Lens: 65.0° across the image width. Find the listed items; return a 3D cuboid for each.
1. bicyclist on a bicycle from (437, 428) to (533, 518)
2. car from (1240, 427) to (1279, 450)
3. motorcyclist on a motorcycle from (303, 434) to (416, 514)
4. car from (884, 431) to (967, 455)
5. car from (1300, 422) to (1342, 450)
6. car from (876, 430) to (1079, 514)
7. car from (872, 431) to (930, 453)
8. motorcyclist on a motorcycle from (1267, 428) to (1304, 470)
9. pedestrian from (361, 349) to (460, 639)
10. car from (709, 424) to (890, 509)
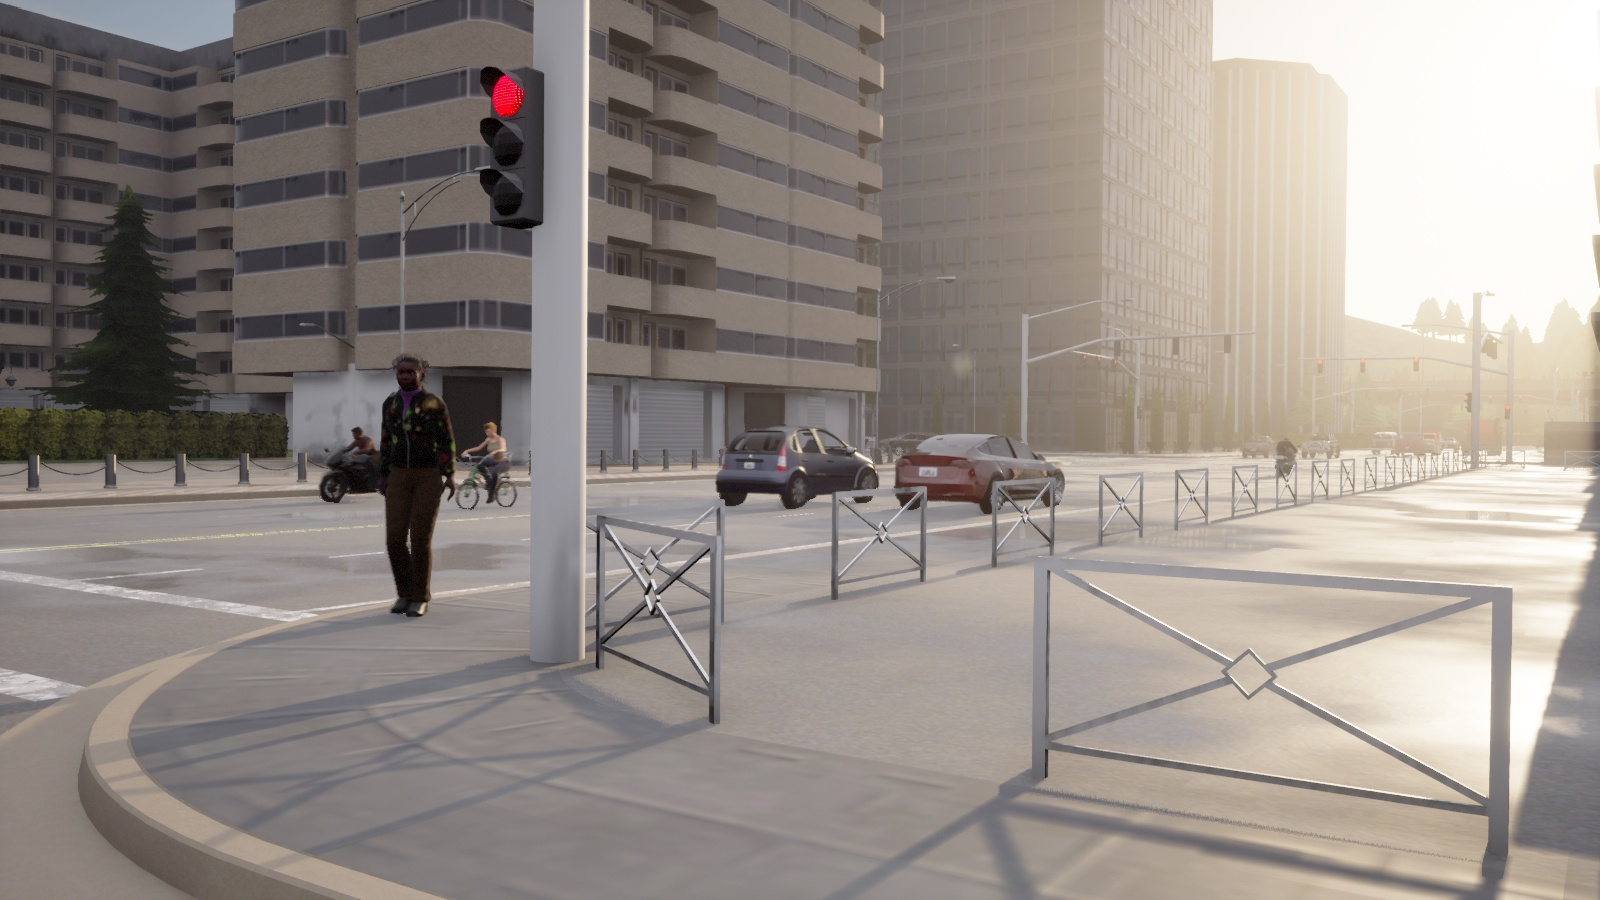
[{"bbox_3d":[-5.833,0.402,23.314,0.866,1.612,1.509,0,1,33],"label":"bicyclist on a bicycle"},{"bbox_3d":[32.215,-0.788,88.035,1.789,1.549,3.705,0,1,33],"label":"car"},{"bbox_3d":[-8.799,0.450,25.163,0.797,1.523,2.044,0,1,33],"label":"motorcyclist on a motorcycle"},{"bbox_3d":[7.932,-0.479,79.639,4.892,1.490,1.837,0,1,33],"label":"car"},{"bbox_3d":[36.744,-0.995,88.573,1.932,1.855,4.605,0,1,33],"label":"car"},{"bbox_3d":[3.647,0.357,25.025,2.163,1.488,4.792,0,1,33],"label":"car"},{"bbox_3d":[7.127,-0.584,88.547,3.633,1.501,1.845,0,1,33],"label":"car"},{"bbox_3d":[18.492,-0.053,47.782,0.866,1.530,2.191,0,1,33],"label":"motorcyclist on a motorcycle"},{"bbox_3d":[-2.698,0.292,8.737,0.395,1.930,0.692,0,1,6],"label":"pedestrian"},{"bbox_3d":[0.074,0.275,25.954,1.851,1.617,3.988,0,1,33],"label":"car"}]
